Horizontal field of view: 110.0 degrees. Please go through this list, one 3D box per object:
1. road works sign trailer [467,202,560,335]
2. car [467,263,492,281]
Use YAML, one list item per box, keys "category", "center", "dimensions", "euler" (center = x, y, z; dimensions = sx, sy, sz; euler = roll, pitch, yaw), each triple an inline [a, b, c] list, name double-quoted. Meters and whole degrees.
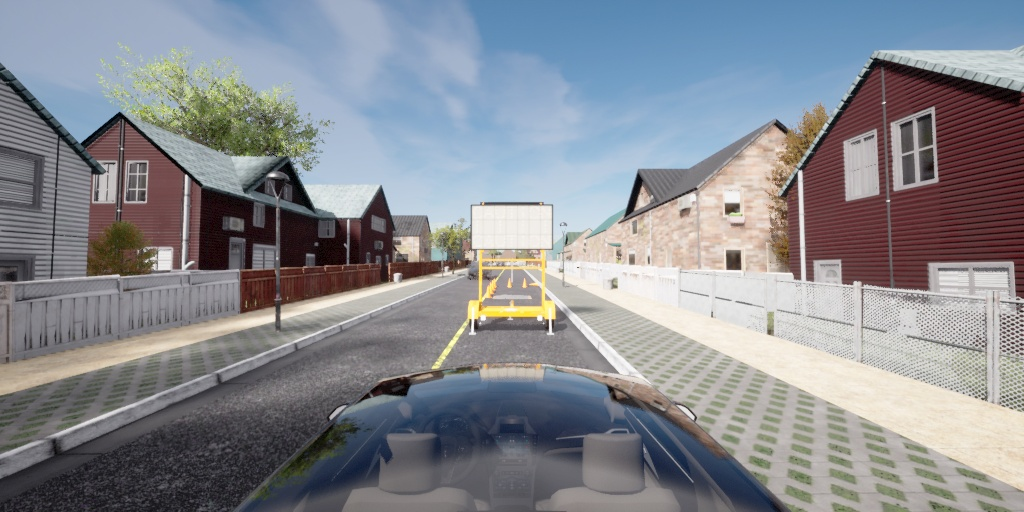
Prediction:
- category: "road works sign trailer"
  center: [0.001, 0.227, 10.564]
  dimensions: [2.380, 3.560, 2.880]
  euler: [0, 0, 1]
- category: "car"
  center: [-2.834, 1.351, 32.004]
  dimensions: [1.837, 1.490, 4.892]
  euler: [0, 0, 0]
